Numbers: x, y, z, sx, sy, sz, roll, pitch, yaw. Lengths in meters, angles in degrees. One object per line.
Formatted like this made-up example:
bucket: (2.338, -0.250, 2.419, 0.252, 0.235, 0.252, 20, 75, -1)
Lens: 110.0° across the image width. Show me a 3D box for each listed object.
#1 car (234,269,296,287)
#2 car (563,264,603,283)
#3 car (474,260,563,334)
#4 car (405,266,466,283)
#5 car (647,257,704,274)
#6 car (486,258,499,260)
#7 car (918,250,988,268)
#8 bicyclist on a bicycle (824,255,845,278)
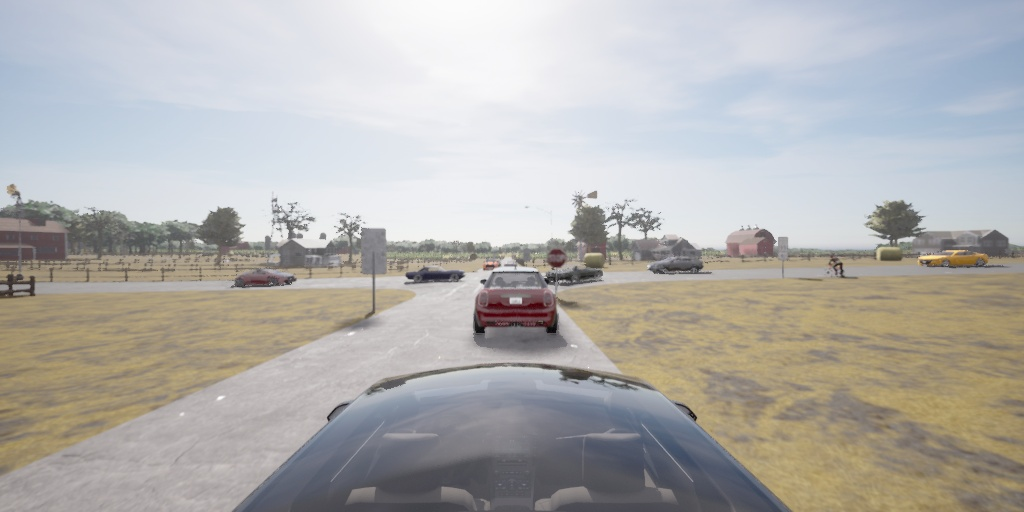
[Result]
car: (-20.019, 1.724, 29.194, 4.181, 1.385, 1.994, -1, 1, 0)
car: (4.808, 1.282, 26.883, 4.718, 1.301, 1.895, -2, 1, -43)
car: (0.092, 1.101, 10.769, 2.097, 1.767, 4.553, 0, 0, 0)
car: (-6.108, 1.448, 29.240, 4.718, 1.301, 1.895, -1, 0, 0)
car: (14.989, 0.834, 32.962, 4.902, 1.511, 2.128, -1, 1, 0)
car: (-3.031, 1.131, 51.521, 2.097, 1.767, 4.553, 0, 0, -1)
car: (40.461, 0.235, 32.999, 5.008, 1.535, 1.882, -1, 1, 0)
bicyclist on a bicycle: (22.833, 0.752, 25.386, 0.582, 1.620, 1.656, -1, 0, 0)
